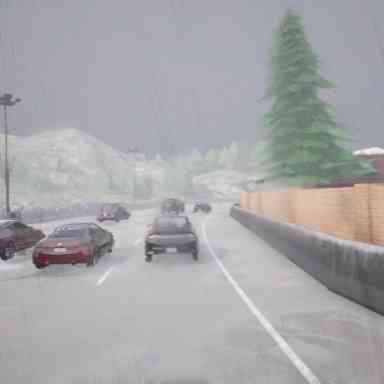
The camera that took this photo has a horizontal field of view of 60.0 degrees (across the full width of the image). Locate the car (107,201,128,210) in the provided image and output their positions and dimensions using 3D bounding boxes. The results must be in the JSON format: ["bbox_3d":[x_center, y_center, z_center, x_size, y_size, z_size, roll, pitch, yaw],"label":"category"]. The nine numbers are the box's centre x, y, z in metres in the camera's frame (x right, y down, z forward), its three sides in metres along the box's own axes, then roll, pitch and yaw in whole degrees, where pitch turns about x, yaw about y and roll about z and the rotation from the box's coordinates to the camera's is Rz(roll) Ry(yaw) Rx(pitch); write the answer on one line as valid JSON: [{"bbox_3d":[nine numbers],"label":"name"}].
[{"bbox_3d":[-14.872,2.695,66.616,1.837,1.490,4.892,-2,0,16],"label":"car"}]

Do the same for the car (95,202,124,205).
[{"bbox_3d":[-9.719,2.107,41.038,2.097,1.767,4.553,-1,-1,8],"label":"car"}]

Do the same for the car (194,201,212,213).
[{"bbox_3d":[1.455,2.020,44.219,1.837,1.490,4.892,-2,-1,11],"label":"car"}]

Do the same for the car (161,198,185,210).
[{"bbox_3d":[-2.410,1.819,42.950,2.150,2.045,5.566,-2,-1,10],"label":"car"}]

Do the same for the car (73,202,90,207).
[{"bbox_3d":[-21.641,2.873,68.425,1.882,1.535,5.008,-2,-1,16],"label":"car"}]

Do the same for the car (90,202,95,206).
[{"bbox_3d":[-18.086,2.815,68.060,2.128,1.511,4.902,-2,-1,16],"label":"car"}]

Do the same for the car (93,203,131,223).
[{"bbox_3d":[-7.355,2.126,31.588,2.033,1.411,5.357,-2,-1,5],"label":"car"}]

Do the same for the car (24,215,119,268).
[{"bbox_3d":[-4.237,1.828,12.491,1.994,1.385,4.181,-1,-1,-2],"label":"car"}]

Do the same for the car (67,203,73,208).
[{"bbox_3d":[-24.572,2.994,70.776,1.837,1.490,4.892,-2,-1,16],"label":"car"}]

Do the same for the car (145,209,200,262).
[{"bbox_3d":[-0.754,1.676,13.057,2.128,1.511,4.902,-1,-1,-2],"label":"car"}]

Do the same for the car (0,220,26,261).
[{"bbox_3d":[-7.792,1.894,13.795,1.812,1.442,4.674,-1,-1,-2],"label":"car"}]
